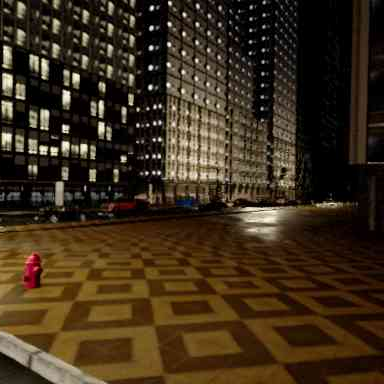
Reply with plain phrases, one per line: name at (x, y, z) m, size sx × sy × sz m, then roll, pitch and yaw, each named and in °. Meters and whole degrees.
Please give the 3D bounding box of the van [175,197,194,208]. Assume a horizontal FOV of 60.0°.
van at (-1.187, 1.653, 54.500) m, size 1.690 × 1.788 × 3.998 m, roll 1°, pitch 0°, yaw 35°

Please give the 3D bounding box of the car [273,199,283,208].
car at (15.343, 2.283, 63.614) m, size 1.802 × 1.307 × 4.206 m, roll 1°, pitch 0°, yaw 35°

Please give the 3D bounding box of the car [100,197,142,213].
car at (-8.568, 1.523, 39.299) m, size 2.097 × 1.767 × 4.553 m, roll 2°, pitch 0°, yaw 35°

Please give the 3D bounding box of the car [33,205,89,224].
car at (-10.302, 1.716, 26.471) m, size 2.008 × 1.369 × 4.403 m, roll 1°, pitch 0°, yaw 35°

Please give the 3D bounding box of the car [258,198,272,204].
car at (18.119, 2.278, 82.296) m, size 1.947 × 1.339 × 4.313 m, roll 1°, pitch 0°, yaw 35°

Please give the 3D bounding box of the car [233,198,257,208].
car at (9.130, 1.909, 59.351) m, size 2.097 × 1.767 × 4.553 m, roll 2°, pitch 0°, yaw 35°

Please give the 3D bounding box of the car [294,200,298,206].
car at (21.782, 2.400, 72.881) m, size 1.947 × 1.339 × 4.313 m, roll 1°, pitch 0°, yaw 35°

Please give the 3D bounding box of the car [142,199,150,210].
car at (-7.625, 1.618, 45.234) m, size 1.967 × 1.590 × 4.097 m, roll 1°, pitch 0°, yaw 35°

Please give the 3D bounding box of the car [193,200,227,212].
car at (2.467, 1.999, 45.078) m, size 1.947 × 1.339 × 4.313 m, roll 1°, pitch 0°, yaw 35°

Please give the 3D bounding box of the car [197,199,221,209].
car at (2.930, 1.988, 55.702) m, size 1.994 × 1.385 × 4.181 m, roll 2°, pitch 0°, yaw 35°

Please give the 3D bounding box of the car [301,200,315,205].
car at (28.220, 2.533, 82.150) m, size 1.947 × 1.339 × 4.313 m, roll 1°, pitch 0°, yaw 35°

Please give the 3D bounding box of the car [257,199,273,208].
car at (12.125, 2.200, 58.980) m, size 1.947 × 1.339 × 4.313 m, roll 1°, pitch 0°, yaw 35°

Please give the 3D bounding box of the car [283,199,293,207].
car at (18.565, 2.208, 68.248) m, size 1.967 × 1.590 × 4.097 m, roll 1°, pitch 0°, yaw 35°

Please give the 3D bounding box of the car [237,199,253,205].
car at (11.683, 2.161, 73.030) m, size 1.802 × 1.307 × 4.206 m, roll 1°, pitch 0°, yaw 35°
